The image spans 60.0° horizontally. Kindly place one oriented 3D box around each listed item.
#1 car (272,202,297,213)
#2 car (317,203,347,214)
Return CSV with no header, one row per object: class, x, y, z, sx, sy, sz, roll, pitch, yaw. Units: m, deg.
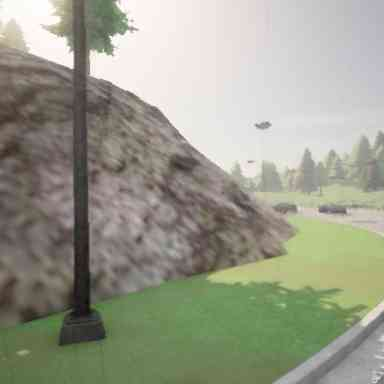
car,13.170,2.235,47.481,1.837,1.490,4.892,0,-1,-12
car,17.595,2.098,42.058,1.994,1.385,4.181,-1,-1,-8
